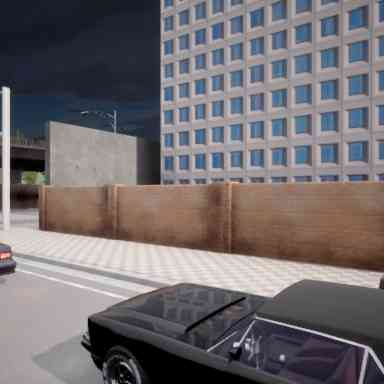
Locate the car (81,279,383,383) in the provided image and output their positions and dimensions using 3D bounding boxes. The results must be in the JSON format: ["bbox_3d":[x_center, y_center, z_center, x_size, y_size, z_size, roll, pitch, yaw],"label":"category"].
[{"bbox_3d":[1.042,1.601,3.242,4.718,1.301,1.895,0,0,36],"label":"car"}]

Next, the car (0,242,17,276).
[{"bbox_3d":[-6.762,1.547,8.821,5.357,1.411,2.033,0,0,36],"label":"car"}]
